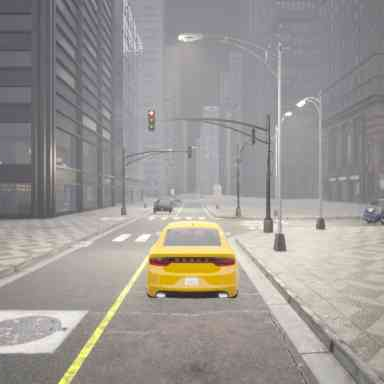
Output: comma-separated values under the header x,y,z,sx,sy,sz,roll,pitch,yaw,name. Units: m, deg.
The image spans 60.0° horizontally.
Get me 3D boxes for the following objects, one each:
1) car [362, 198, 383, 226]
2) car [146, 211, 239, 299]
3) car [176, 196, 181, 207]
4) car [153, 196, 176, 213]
x,y,z,sx,sy,sz,roll,pitch,yaw,name
13.331,1.179,20.887,4.553,1.767,2.097,-1,0,0,car
0.028,1.477,8.538,1.882,1.535,5.008,0,0,1,car
-3.104,1.551,48.877,2.033,1.411,5.357,0,0,0,car
-3.110,1.479,36.478,1.882,1.535,5.008,0,0,-1,car
